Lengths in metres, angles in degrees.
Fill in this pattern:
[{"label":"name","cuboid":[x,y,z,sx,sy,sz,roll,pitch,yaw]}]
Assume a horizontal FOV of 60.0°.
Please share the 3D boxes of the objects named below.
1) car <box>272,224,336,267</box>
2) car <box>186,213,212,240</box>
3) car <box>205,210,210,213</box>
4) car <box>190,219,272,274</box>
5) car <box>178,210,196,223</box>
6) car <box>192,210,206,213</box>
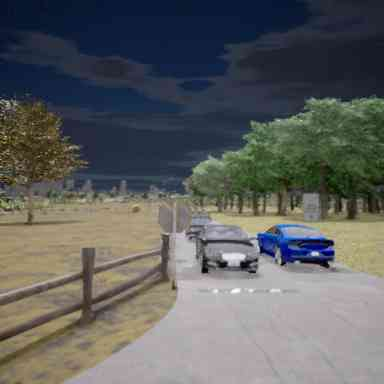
[{"label":"car","cuboid":[4.082,2.074,13.889,1.882,1.535,5.008,1,-2,-4]},{"label":"car","cuboid":[0.577,2.428,22.706,2.033,1.411,5.357,1,-2,-3]},{"label":"car","cuboid":[1.831,3.479,49.986,2.128,1.511,4.902,1,-2,-4]},{"label":"car","cuboid":[1.170,1.972,12.398,2.128,1.511,4.902,1,-2,-2]},{"label":"car","cuboid":[-0.741,3.225,44.828,2.128,1.511,4.902,1,-2,-3]},{"label":"car","cuboid":[-0.066,2.789,33.117,1.837,1.490,4.892,1,-2,-4]}]
